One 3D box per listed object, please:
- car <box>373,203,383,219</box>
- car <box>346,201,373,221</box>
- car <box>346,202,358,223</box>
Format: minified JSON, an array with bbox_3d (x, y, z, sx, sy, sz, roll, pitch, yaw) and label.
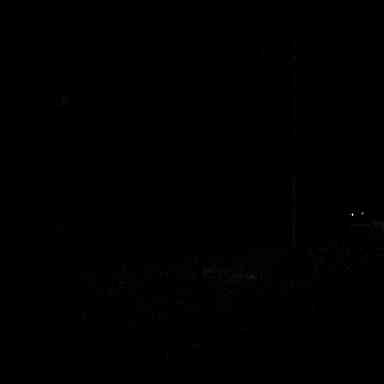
[{"bbox_3d":[15.885,1.581,29.030,1.947,1.339,4.313,0,0,-35],"label":"car"},{"bbox_3d":[10.885,1.209,26.595,2.150,2.045,5.566,0,0,-35],"label":"car"},{"bbox_3d":[9.347,1.540,24.374,1.947,1.339,4.313,0,0,-35],"label":"car"}]
